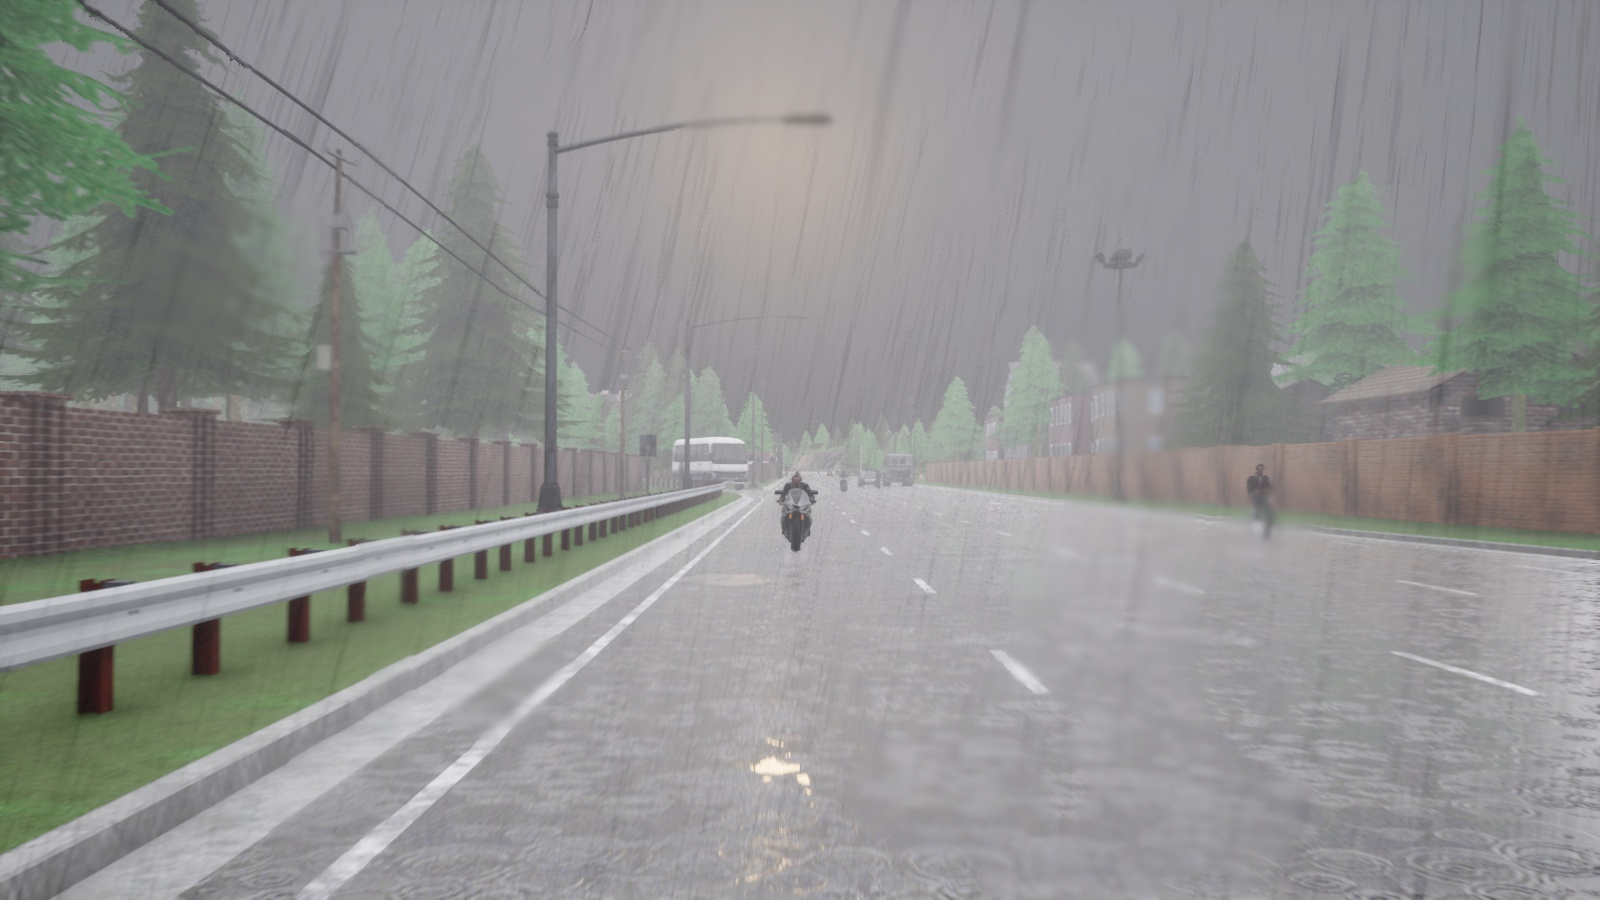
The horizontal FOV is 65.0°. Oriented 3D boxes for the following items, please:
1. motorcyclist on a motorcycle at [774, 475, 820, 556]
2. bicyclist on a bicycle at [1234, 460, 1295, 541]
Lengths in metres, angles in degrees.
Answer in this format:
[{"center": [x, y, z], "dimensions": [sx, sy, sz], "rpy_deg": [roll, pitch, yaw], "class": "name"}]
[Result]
[{"center": [-0.061, 1.267, 25.004], "dimensions": [0.866, 1.530, 2.191], "rpy_deg": [0, -1, 0], "class": "motorcyclist on a motorcycle"}, {"center": [10.430, 1.115, 28.264], "dimensions": [0.659, 1.776, 1.843], "rpy_deg": [0, -1, 0], "class": "bicyclist on a bicycle"}]
